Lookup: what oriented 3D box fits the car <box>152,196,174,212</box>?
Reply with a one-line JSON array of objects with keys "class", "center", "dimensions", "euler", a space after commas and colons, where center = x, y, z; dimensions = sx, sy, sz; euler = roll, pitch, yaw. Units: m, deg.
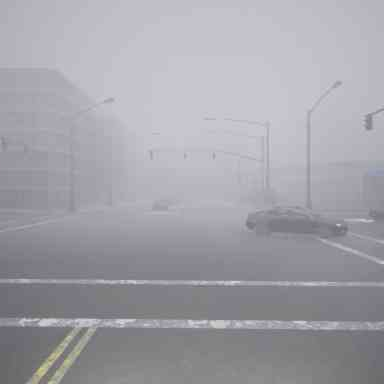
[{"class": "car", "center": [-3.571, 1.547, 39.708], "dimensions": [2.033, 1.411, 5.357], "euler": [0, 0, 0]}]

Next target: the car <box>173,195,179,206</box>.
[{"class": "car", "center": [-3.558, 1.564, 54.239], "dimensions": [1.994, 1.385, 4.181], "euler": [0, 0, 0]}]

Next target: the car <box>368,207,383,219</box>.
[{"class": "car", "center": [16.420, 1.564, 26.479], "dimensions": [4.181, 1.385, 1.994], "euler": [0, 0, 0]}]

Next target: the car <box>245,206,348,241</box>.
[{"class": "car", "center": [5.092, 1.477, 16.662], "dimensions": [4.902, 1.511, 2.128], "euler": [0, 1, 24]}]
